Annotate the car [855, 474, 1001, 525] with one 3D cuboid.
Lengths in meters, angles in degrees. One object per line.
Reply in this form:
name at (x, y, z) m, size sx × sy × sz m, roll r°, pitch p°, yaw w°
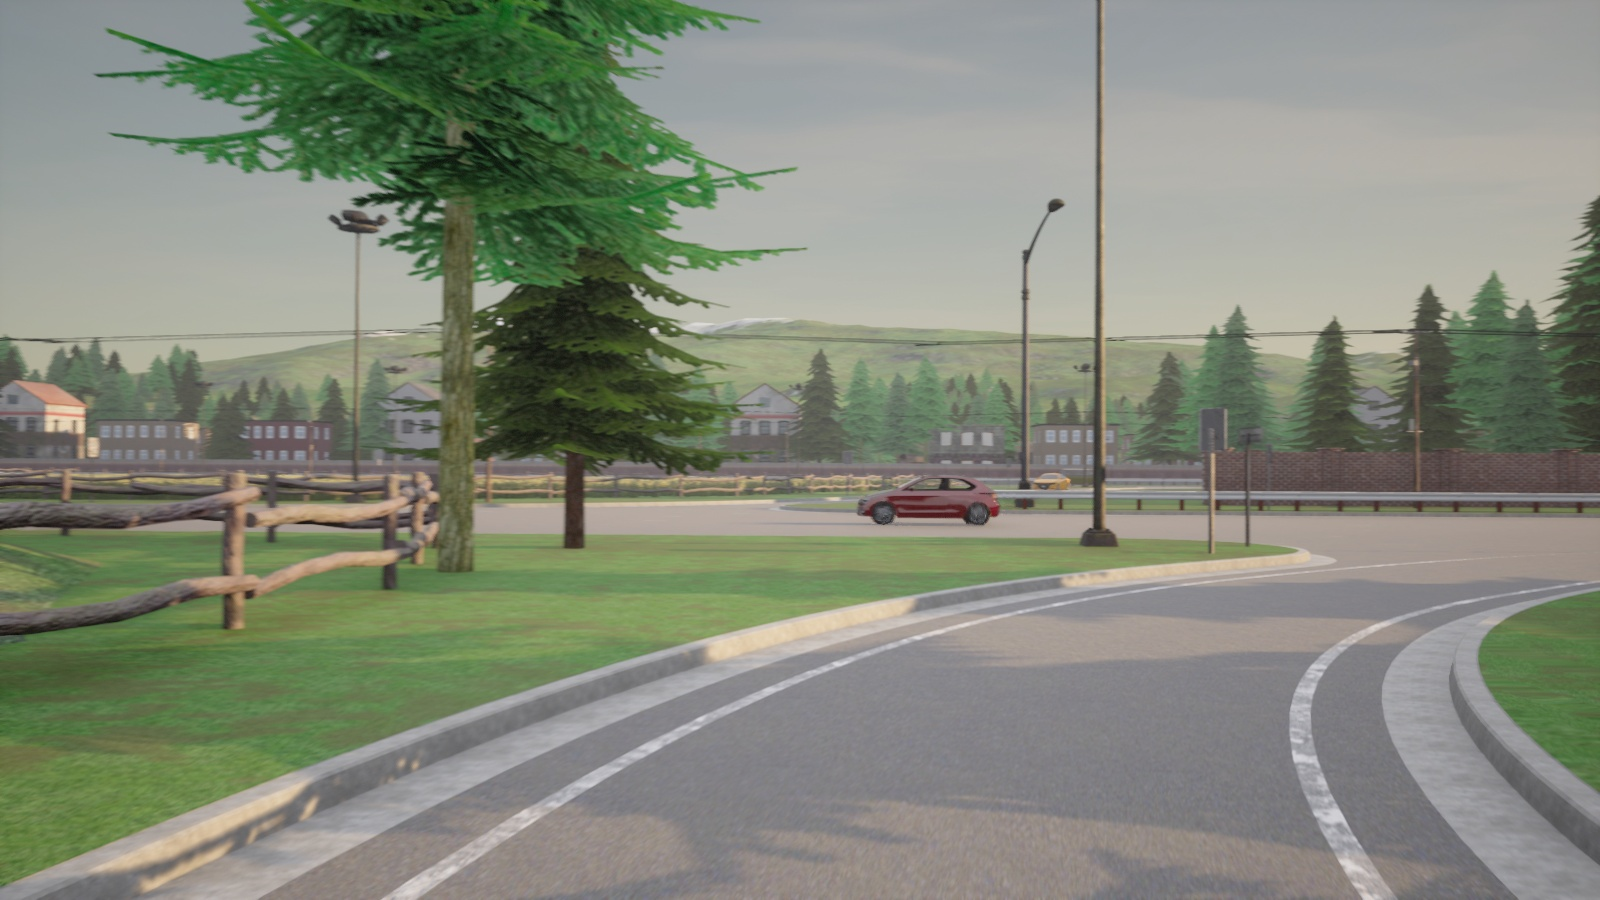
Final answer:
car at (3.735, 1.445, 37.235) m, size 4.193 × 1.474 × 1.816 m, roll 0°, pitch -1°, yaw 2°
